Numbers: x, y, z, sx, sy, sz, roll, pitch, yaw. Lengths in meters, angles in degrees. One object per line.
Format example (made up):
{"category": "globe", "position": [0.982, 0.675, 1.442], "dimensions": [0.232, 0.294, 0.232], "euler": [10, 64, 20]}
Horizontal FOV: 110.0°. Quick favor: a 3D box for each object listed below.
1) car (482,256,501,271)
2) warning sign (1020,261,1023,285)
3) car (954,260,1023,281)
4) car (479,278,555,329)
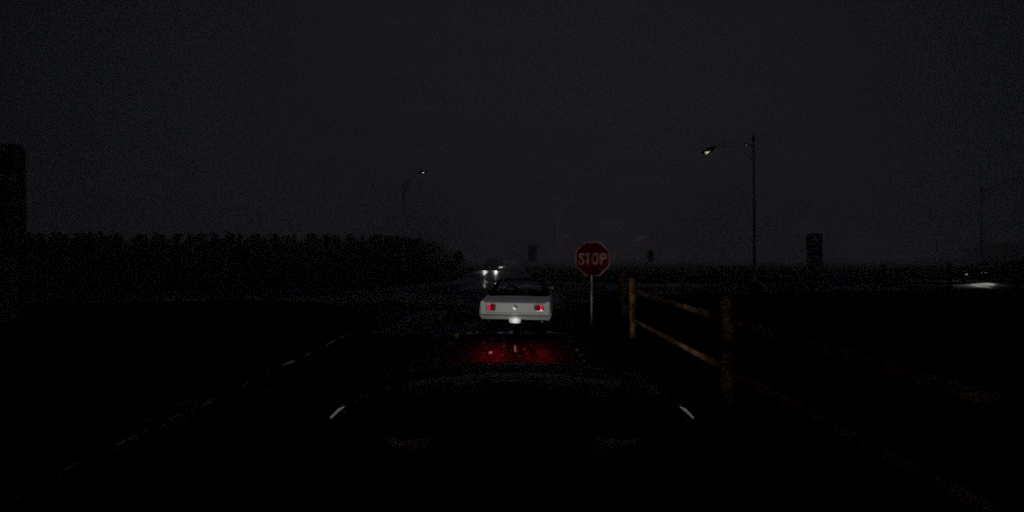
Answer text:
{"category": "car", "position": [-2.842, 1.165, 48.109], "dimensions": [1.837, 1.490, 4.892], "euler": [0, 0, 0]}
{"category": "warning sign", "position": [28.083, 0.645, 19.038], "dimensions": [1.060, 1.860, 1.300], "euler": [0, 0, -5]}
{"category": "car", "position": [33.615, 1.012, 24.812], "dimensions": [4.892, 1.490, 1.837], "euler": [0, 0, -5]}
{"category": "car", "position": [0.373, 1.326, 11.218], "dimensions": [1.895, 1.301, 4.718], "euler": [0, 0, 8]}
